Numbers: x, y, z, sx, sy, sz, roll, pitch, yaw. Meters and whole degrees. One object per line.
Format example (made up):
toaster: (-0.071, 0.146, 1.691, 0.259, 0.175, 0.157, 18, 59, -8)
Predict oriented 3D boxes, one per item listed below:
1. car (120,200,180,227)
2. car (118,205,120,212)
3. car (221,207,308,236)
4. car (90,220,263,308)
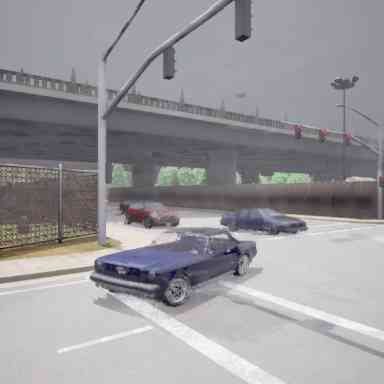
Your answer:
car: (-2.737, 1.407, 22.236, 2.097, 1.767, 4.553, 0, 0, -36)
car: (-5.451, 1.546, 32.060, 2.128, 1.511, 4.902, 0, 0, -36)
car: (3.871, 1.595, 19.007, 2.033, 1.411, 5.357, 0, 0, -36)
car: (-0.128, 1.609, 8.252, 1.895, 1.301, 4.718, 0, 0, 34)
